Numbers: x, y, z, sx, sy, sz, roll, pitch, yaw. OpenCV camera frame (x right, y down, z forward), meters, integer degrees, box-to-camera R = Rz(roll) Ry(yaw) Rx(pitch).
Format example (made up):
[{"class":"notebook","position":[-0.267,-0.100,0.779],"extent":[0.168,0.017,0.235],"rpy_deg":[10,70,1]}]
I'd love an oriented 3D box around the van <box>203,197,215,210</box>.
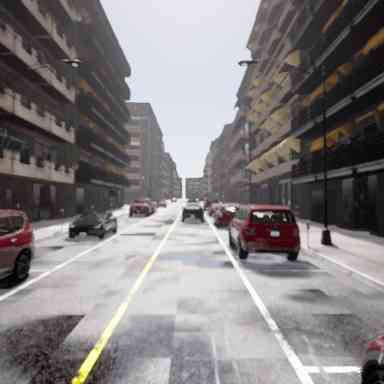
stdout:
[{"class":"van","position":[2.632,1.730,51.414],"extent":[1.690,1.788,3.998],"rpy_deg":[1,-1,0]}]

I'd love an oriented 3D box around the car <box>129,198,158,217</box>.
[{"class":"car","position":[-5.238,1.562,34.887],"extent":[2.192,1.841,5.009],"rpy_deg":[1,0,0]}]

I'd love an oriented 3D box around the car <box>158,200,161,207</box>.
[{"class":"car","position":[-5.235,1.837,40.417],"extent":[1.887,1.381,4.507],"rpy_deg":[1,0,0]}]

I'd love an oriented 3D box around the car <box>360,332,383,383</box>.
[{"class":"car","position":[2.595,1.451,1.632],"extent":[1.967,1.590,4.097],"rpy_deg":[1,0,0]}]

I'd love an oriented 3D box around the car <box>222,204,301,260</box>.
[{"class":"car","position":[2.574,1.397,12.694],"extent":[2.192,1.841,5.009],"rpy_deg":[1,0,0]}]

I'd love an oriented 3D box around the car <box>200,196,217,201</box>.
[{"class":"car","position":[2.624,1.654,45.882],"extent":[2.192,1.841,5.009],"rpy_deg":[1,-1,0]}]

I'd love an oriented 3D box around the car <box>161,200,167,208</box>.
[{"class":"car","position":[-5.211,2.024,57.009],"extent":[1.802,1.307,4.206],"rpy_deg":[1,-1,0]}]

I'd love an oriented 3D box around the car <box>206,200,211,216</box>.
[{"class":"car","position":[2.602,1.827,34.818],"extent":[1.802,1.307,4.206],"rpy_deg":[1,0,0]}]

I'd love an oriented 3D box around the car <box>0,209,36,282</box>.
[{"class":"car","position":[-5.280,1.362,7.235],"extent":[2.192,1.841,5.009],"rpy_deg":[1,0,0]}]

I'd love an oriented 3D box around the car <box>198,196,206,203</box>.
[{"class":"car","position":[2.734,2.115,95.124],"extent":[2.192,1.841,5.009],"rpy_deg":[1,-1,0]}]

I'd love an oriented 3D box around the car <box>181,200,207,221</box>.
[{"class":"car","position":[0.090,1.709,28.944],"extent":[1.837,1.490,4.892],"rpy_deg":[0,-1,1]}]

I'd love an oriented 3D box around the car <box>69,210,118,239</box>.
[{"class":"car","position":[-5.270,1.687,18.296],"extent":[1.947,1.339,4.313],"rpy_deg":[1,0,0]}]

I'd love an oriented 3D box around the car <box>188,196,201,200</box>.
[{"class":"car","position":[0.089,1.829,54.150],"extent":[2.033,1.649,4.856],"rpy_deg":[0,0,0]}]

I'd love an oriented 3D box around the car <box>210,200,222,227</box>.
[{"class":"car","position":[2.588,1.600,23.757],"extent":[1.967,1.590,4.097],"rpy_deg":[1,0,0]}]

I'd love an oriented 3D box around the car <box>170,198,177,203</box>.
[{"class":"car","position":[-5.150,2.366,95.088],"extent":[1.947,1.339,4.313],"rpy_deg":[1,-1,0]}]
